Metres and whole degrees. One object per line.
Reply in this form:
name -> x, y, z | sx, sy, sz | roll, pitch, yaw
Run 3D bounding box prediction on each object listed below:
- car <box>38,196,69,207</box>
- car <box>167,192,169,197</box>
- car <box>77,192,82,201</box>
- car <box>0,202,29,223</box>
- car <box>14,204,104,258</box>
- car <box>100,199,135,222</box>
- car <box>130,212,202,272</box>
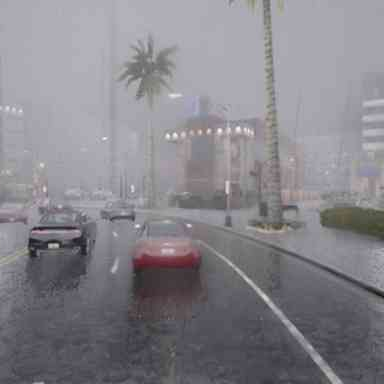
car -> -11.999, 1.241, 28.963 | 2.097, 1.767, 4.553 | 0, 0, -35
car -> -4.145, 1.239, 67.767 | 4.674, 1.452, 2.002 | 0, 0, 30
car -> -24.360, 1.008, 66.218 | 4.553, 1.767, 2.185 | 0, 0, 30
car -> -12.115, 1.429, 22.471 | 1.812, 1.442, 4.674 | 0, 0, -28
car -> -4.734, 1.444, 12.655 | 2.128, 1.511, 4.902 | 0, 0, -11
car -> -5.789, 1.481, 25.543 | 1.994, 1.385, 4.181 | 0, 0, -27
car -> -0.903, 1.534, 10.793 | 1.994, 1.385, 4.181 | 0, 0, -8
